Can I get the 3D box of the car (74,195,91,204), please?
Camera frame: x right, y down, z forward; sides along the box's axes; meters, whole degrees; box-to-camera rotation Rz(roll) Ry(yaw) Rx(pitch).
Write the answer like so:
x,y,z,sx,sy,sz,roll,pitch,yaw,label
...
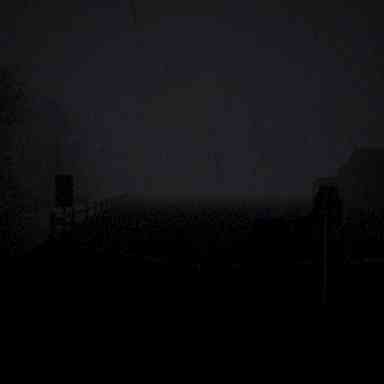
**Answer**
x,y,z,sx,sy,sz,roll,pitch,yaw,label
-16.535,1.111,50.390,1.994,1.385,4.181,0,1,-9,car
